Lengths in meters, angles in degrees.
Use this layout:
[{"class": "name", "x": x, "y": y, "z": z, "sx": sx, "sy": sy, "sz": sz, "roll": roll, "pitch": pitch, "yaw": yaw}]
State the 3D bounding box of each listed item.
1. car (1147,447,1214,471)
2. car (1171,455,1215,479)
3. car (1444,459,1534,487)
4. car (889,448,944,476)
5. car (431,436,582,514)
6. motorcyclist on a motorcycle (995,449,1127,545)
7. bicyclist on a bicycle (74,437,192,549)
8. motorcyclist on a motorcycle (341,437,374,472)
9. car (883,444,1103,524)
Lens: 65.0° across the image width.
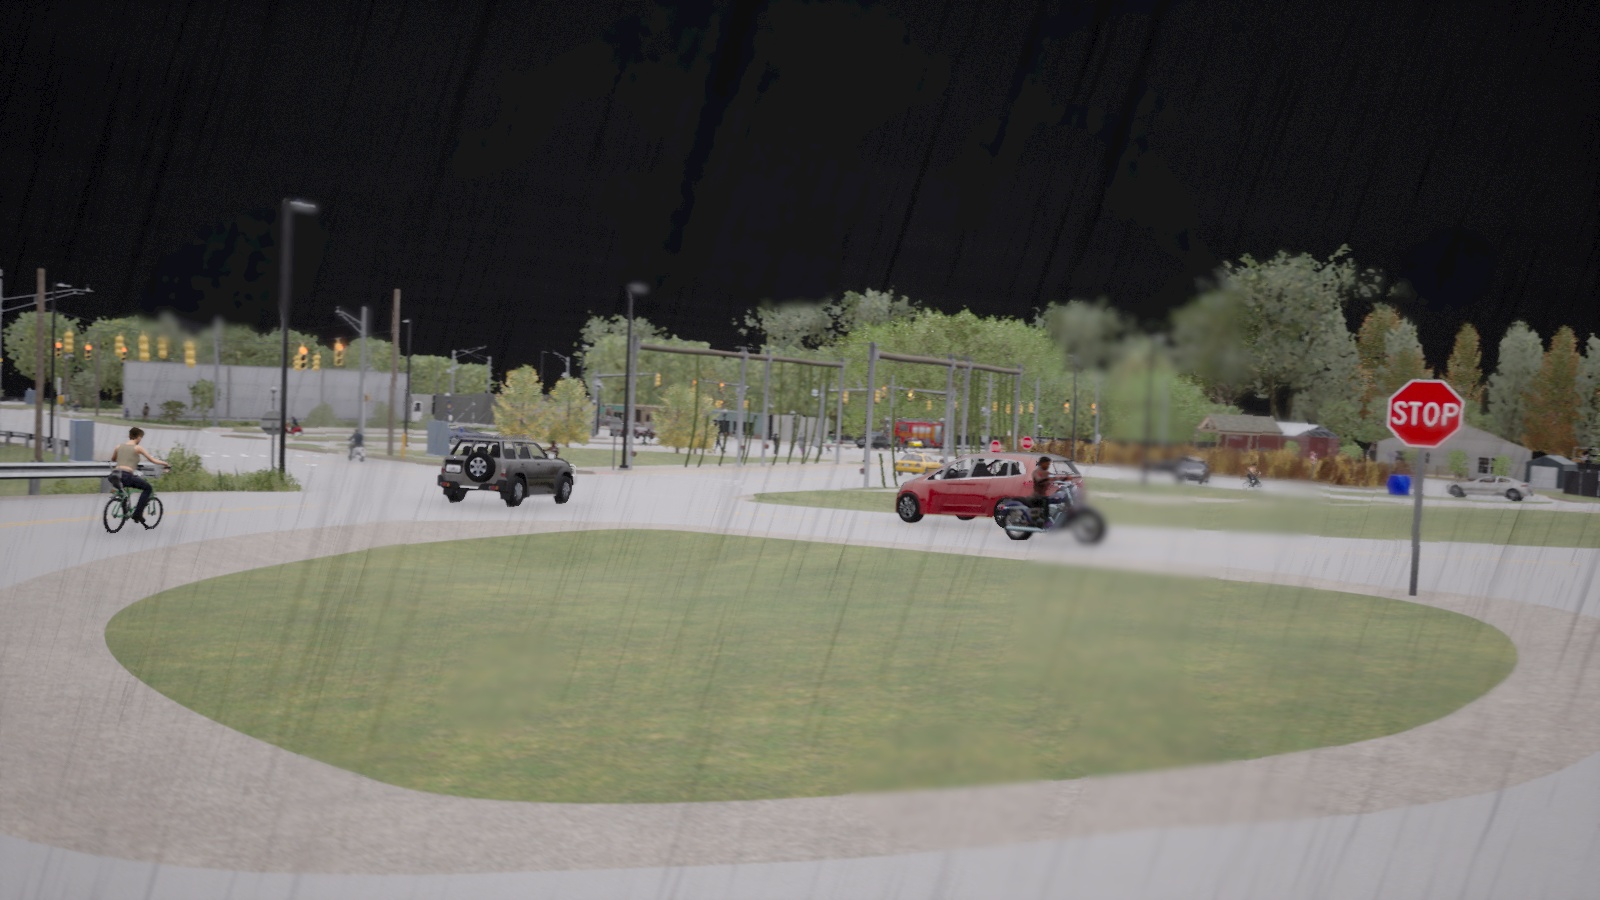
[{"class": "car", "x": 28.748, "y": 0.646, "z": 95.045, "sx": 2.007, "sy": 1.525, "sz": 4.514, "roll": 0, "pitch": 3, "yaw": -37}, {"class": "car", "x": 26.166, "y": 1.086, "z": 83.500, "sx": 2.033, "sy": 1.411, "sz": 5.357, "roll": 2, "pitch": 1, "yaw": 25}, {"class": "car", "x": 46.054, "y": 1.526, "z": 84.006, "sx": 5.027, "sy": 1.651, "sz": 2.152, "roll": 2, "pitch": 1, "yaw": 36}, {"class": "car", "x": 7.350, "y": 0.717, "z": 78.691, "sx": 1.801, "sy": 1.575, "sz": 5.366, "roll": 3, "pitch": 2, "yaw": 23}, {"class": "car", "x": -7.677, "y": 0.644, "z": 33.378, "sx": 1.932, "sy": 1.855, "sz": 4.605, "roll": 3, "pitch": 0, "yaw": 14}, {"class": "motorcyclist on a motorcycle", "x": 4.724, "y": 0.829, "z": 22.905, "sx": 0.766, "sy": 1.649, "sz": 2.350, "roll": -1, "pitch": 0, "yaw": -40}, {"class": "bicyclist on a bicycle", "x": -10.179, "y": 0.638, "z": 19.220, "sx": 0.866, "sy": 1.612, "sz": 1.509, "roll": 3, "pitch": 0, "yaw": 4}, {"class": "motorcyclist on a motorcycle", "x": -21.252, "y": 0.191, "z": 60.242, "sx": 0.866, "sy": 1.590, "sz": 1.817, "roll": -1, "pitch": 2, "yaw": -42}, {"class": "car", "x": 4.328, "y": 0.731, "z": 28.751, "sx": 2.242, "sy": 1.667, "sz": 4.611, "roll": -1, "pitch": 0, "yaw": -41}]
